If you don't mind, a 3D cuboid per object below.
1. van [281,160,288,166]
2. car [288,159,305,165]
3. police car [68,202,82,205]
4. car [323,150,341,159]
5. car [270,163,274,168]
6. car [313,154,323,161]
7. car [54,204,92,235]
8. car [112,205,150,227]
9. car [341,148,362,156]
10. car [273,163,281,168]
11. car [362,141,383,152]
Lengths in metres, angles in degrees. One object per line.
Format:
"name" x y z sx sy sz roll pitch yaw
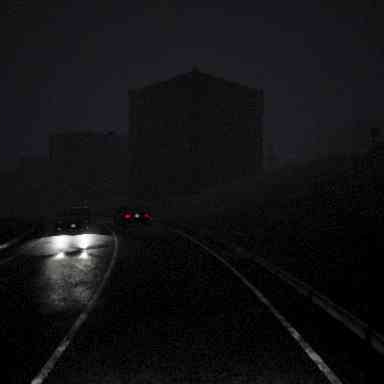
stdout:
"van" 20.812 -5.894 69.978 1.878 1.987 4.442 0 1 -1
"car" 20.926 -5.538 64.588 2.231 1.521 4.892 0 1 -1
"police car" -14.169 2.020 39.949 2.038 1.542 4.974 -2 -1 -39
"car" 21.278 -5.242 48.057 2.185 1.767 4.553 0 2 -1
"car" 20.576 -6.169 81.103 2.435 2.045 5.566 0 1 -1
"car" 21.161 -5.386 53.574 2.185 1.767 4.553 0 1 -1
"car" -7.020 1.656 19.754 1.994 1.385 4.181 -1 -1 -19
"car" -4.493 1.633 23.920 2.033 1.411 5.357 -1 -1 -22
"car" 21.398 -4.923 42.388 2.002 1.452 4.674 0 2 -1
"car" 20.693 -5.758 75.624 2.002 1.452 4.674 0 1 -1
"car" 21.514 -4.940 36.894 2.185 1.767 4.553 0 2 -1
